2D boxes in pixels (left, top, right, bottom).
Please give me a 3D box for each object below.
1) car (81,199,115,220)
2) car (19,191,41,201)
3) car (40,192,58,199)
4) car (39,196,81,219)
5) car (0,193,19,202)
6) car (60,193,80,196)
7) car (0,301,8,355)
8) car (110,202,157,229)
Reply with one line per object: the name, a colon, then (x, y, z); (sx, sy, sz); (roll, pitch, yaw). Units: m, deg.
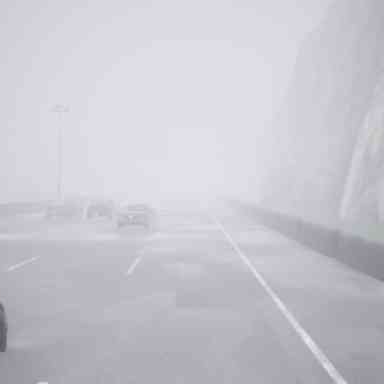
car: (-6.895, 1.356, 26.365); (1.837, 1.490, 4.892); (0, 1, 0)
car: (-28.001, 0.670, 58.991); (2.097, 1.767, 4.553); (0, 1, 0)
car: (-24.507, 0.818, 59.066); (1.837, 1.490, 4.892); (0, 1, 1)
car: (-10.394, 1.367, 27.296); (1.812, 1.442, 4.674); (0, 1, 0)
car: (-31.491, 0.889, 57.813); (2.033, 1.411, 5.357); (0, 1, 0)
car: (-21.017, 0.858, 58.242); (1.812, 1.442, 4.674); (0, 1, 1)
car: (-3.409, 1.348, 2.421); (2.097, 1.767, 4.553); (0, 0, 0)
car: (-3.396, 1.449, 21.062); (2.033, 1.411, 5.357); (0, 0, 0)
